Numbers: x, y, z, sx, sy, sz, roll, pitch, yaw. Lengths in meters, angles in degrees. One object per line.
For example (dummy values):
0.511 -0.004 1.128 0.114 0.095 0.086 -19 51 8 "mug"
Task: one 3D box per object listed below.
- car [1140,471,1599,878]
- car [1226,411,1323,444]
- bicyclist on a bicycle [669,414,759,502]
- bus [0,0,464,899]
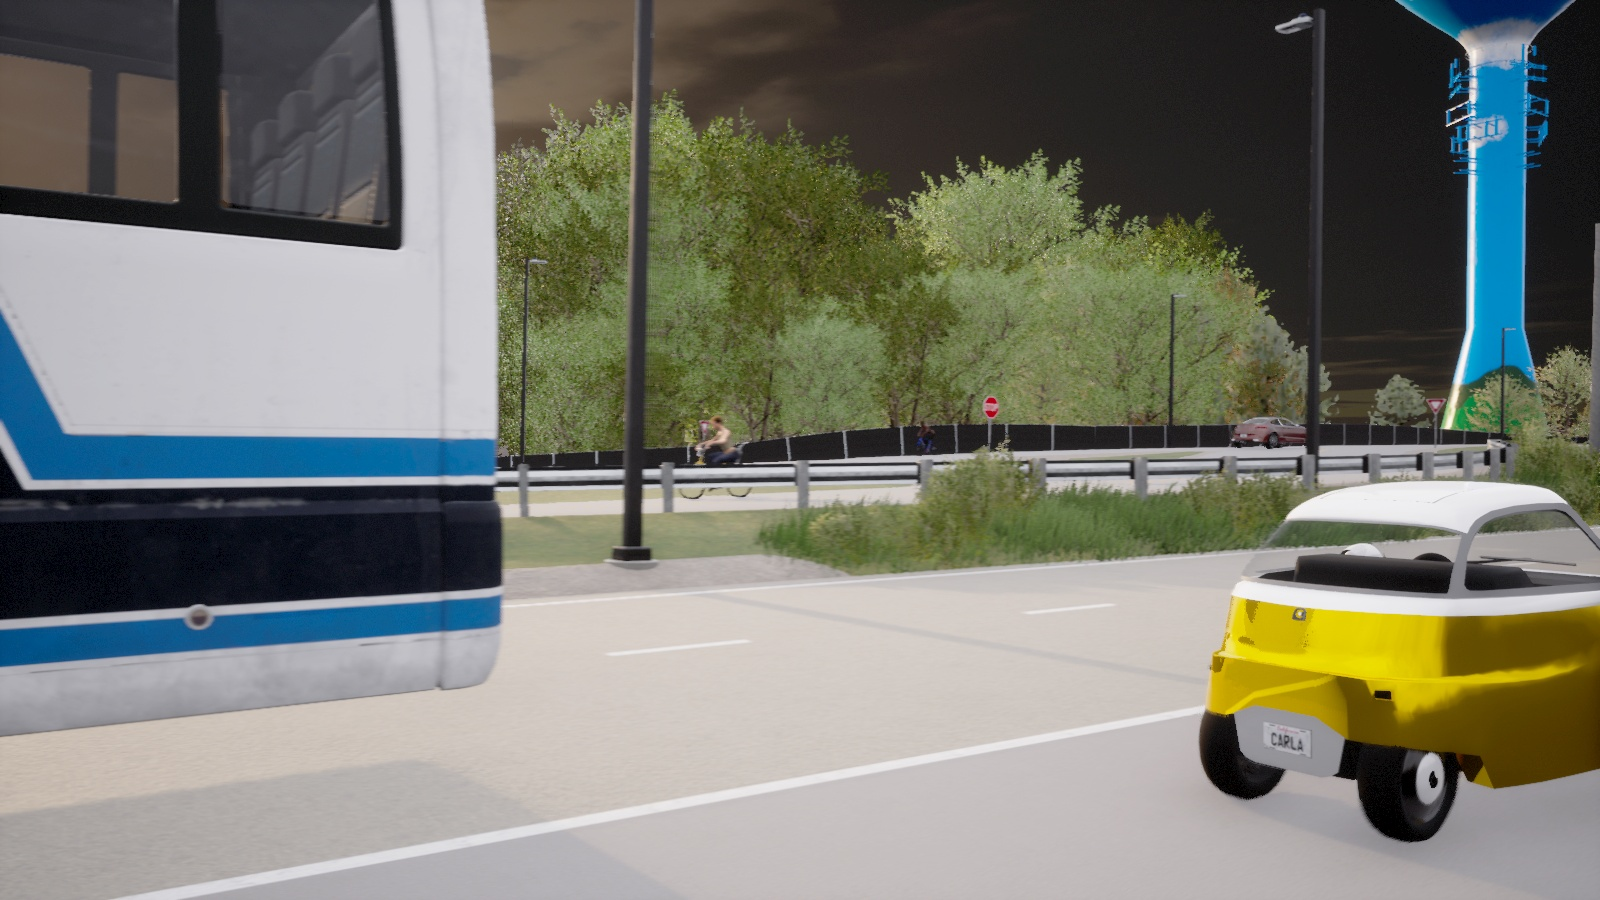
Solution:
2.854 0.808 5.645 2.207 1.376 1.481 0 0 -35 "car"
24.549 -1.148 64.936 5.027 1.651 2.152 -1 1 -33 "car"
-1.672 0.152 24.298 1.509 1.612 0.866 -2 0 -20 "bicyclist on a bicycle"
-6.590 -0.612 3.342 10.273 4.253 3.944 0 0 -35 "bus"
